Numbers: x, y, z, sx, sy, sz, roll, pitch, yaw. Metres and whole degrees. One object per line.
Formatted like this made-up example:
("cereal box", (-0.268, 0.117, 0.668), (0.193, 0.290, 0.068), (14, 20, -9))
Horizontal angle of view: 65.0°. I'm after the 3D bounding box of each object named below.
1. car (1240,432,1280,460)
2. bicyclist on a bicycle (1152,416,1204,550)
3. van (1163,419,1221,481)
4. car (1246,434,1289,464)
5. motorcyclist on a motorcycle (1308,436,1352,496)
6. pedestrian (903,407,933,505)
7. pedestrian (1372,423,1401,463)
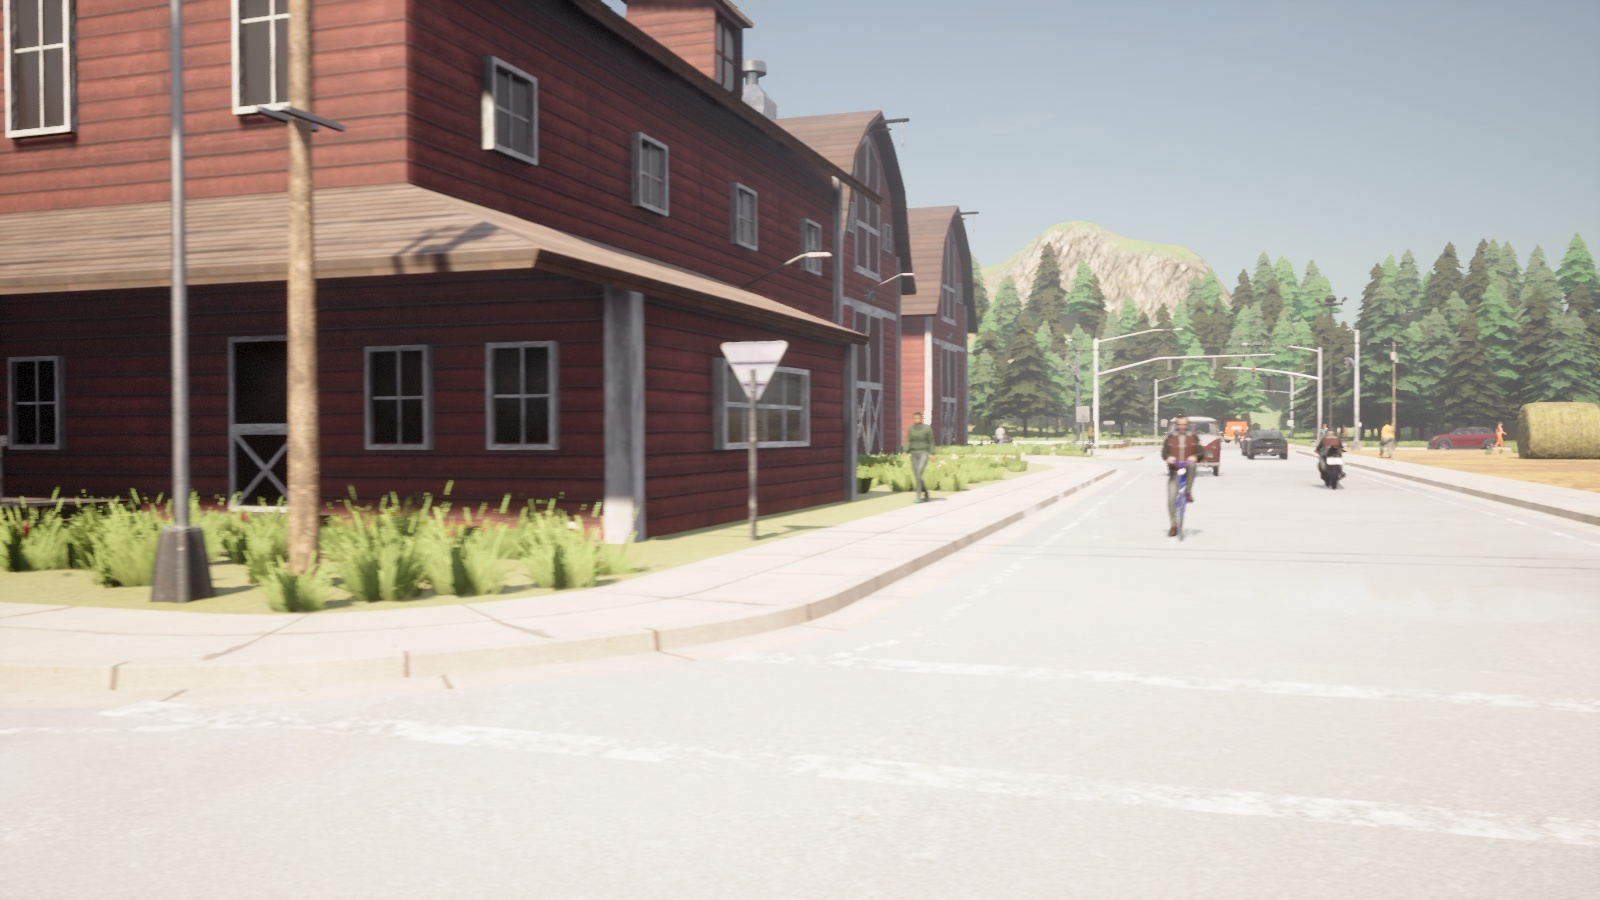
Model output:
("car", (27.033, -0.265, 73.967), (2.007, 1.525, 4.514), (1, 1, 18))
("bicyclist on a bicycle", (5.335, 0.427, 17.682), (0.659, 1.776, 1.843), (0, 1, 18))
("van", (13.328, -0.035, 42.639), (1.775, 1.987, 4.442), (0, 1, 18))
("car", (24.240, -0.082, 65.245), (1.837, 1.490, 4.892), (0, 1, 17))
("motorcyclist on a motorcycle", (13.939, 0.392, 33.081), (0.866, 1.530, 2.191), (0, 1, 18))
("pedestrian", (2.272, 0.113, 24.125), (0.353, 1.847, 0.614), (1, 1, 27))
("pedestrian", (27.501, -0.320, 58.919), (0.874, 1.855, 0.900), (0, 1, -5))
